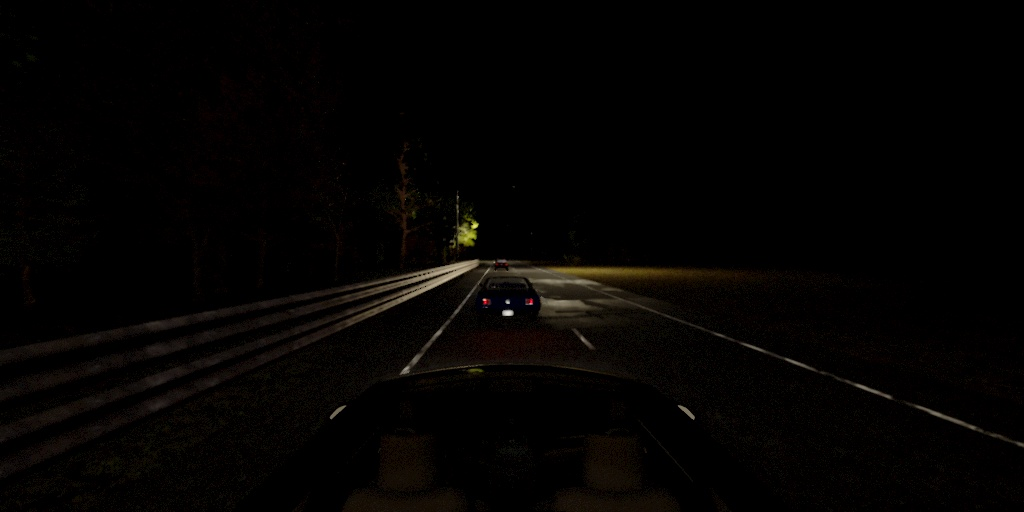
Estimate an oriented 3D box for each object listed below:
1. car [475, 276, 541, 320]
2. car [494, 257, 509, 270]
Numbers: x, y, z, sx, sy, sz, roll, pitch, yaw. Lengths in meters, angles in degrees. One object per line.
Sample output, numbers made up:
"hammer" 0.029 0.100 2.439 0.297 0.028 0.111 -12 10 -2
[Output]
"car" -0.188 1.324 12.399 1.895 1.301 4.718 0 0 -2
"car" -1.437 1.156 49.319 2.033 1.411 5.357 0 0 -2
